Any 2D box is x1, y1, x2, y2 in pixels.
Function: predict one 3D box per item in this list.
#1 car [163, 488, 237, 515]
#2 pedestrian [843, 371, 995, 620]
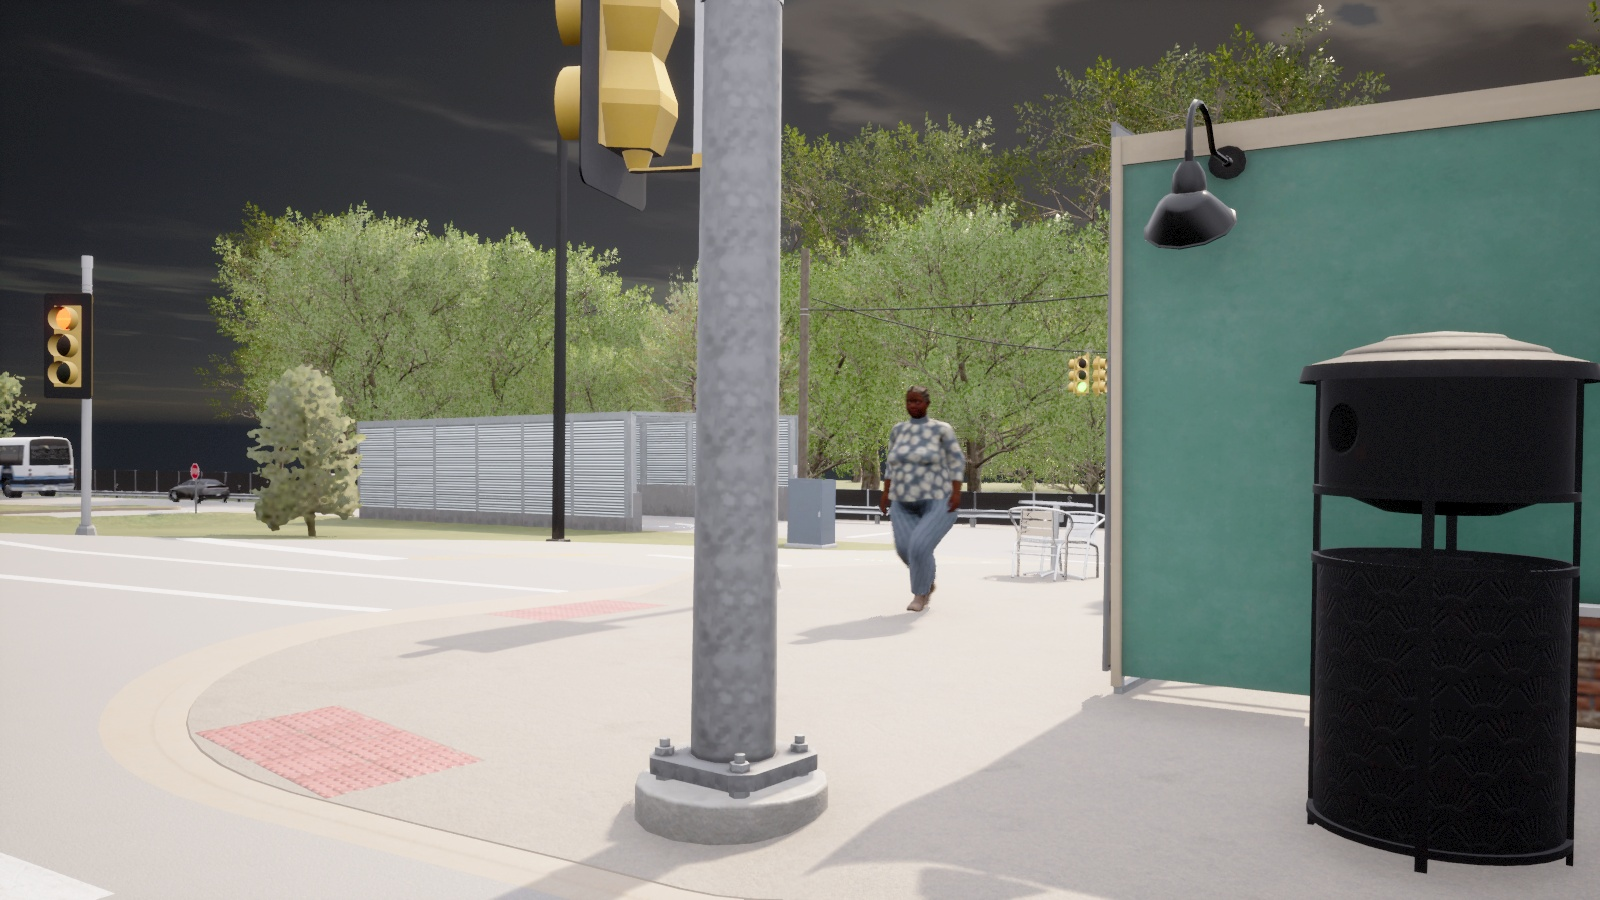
[{"bbox_3d":[-36.926,3.140,77.252,4.902,1.511,2.128,-1,0,39],"label":"car"},{"bbox_3d":[0.951,0.332,9.969,0.874,1.855,0.900,0,1,34],"label":"pedestrian"}]
